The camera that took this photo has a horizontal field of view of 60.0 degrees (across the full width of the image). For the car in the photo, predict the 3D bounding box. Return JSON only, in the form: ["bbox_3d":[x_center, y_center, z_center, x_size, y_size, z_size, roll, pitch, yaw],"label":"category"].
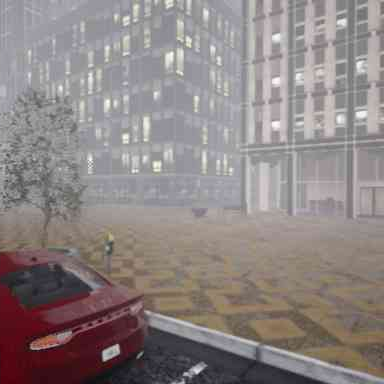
[{"bbox_3d":[-2.660,1.528,4.764,4.507,1.381,1.887,0,0,35],"label":"car"}]
